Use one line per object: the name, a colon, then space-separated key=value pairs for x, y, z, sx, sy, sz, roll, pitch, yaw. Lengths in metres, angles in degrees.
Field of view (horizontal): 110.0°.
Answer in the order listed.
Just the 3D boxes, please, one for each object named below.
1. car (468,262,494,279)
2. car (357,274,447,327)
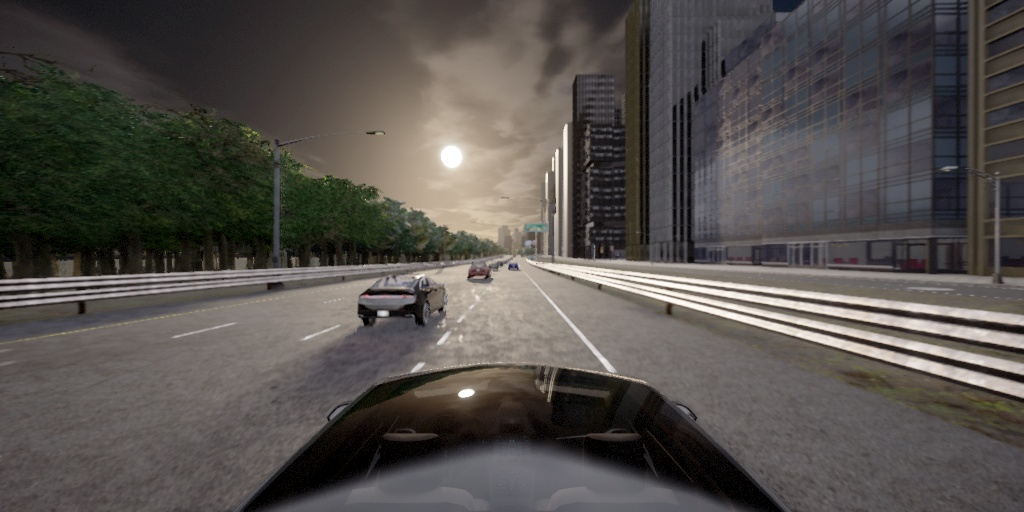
car: x=-3.378 y=1.442 z=37.964 sx=2.097 sy=1.767 sz=4.553 roll=0 pitch=-1 yaw=0
car: x=-3.446 y=1.348 z=12.044 sx=2.128 sy=1.511 sz=4.902 roll=0 pitch=-1 yaw=0
